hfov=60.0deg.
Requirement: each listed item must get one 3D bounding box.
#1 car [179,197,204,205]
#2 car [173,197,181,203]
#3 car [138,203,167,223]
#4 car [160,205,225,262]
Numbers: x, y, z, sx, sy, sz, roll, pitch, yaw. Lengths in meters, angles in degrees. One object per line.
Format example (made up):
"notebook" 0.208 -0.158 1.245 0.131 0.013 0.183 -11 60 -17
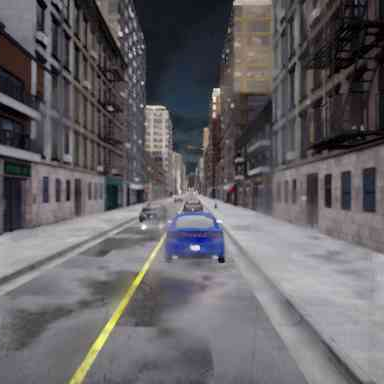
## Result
"car" 0.103 1.473 32.971 2.128 1.511 4.902 0 0 0
"car" -2.745 1.578 66.798 1.895 1.301 4.718 0 0 0
"car" -2.846 1.547 25.483 1.994 1.385 4.181 0 0 0
"car" 0.098 1.468 12.117 1.882 1.535 5.008 0 0 0
